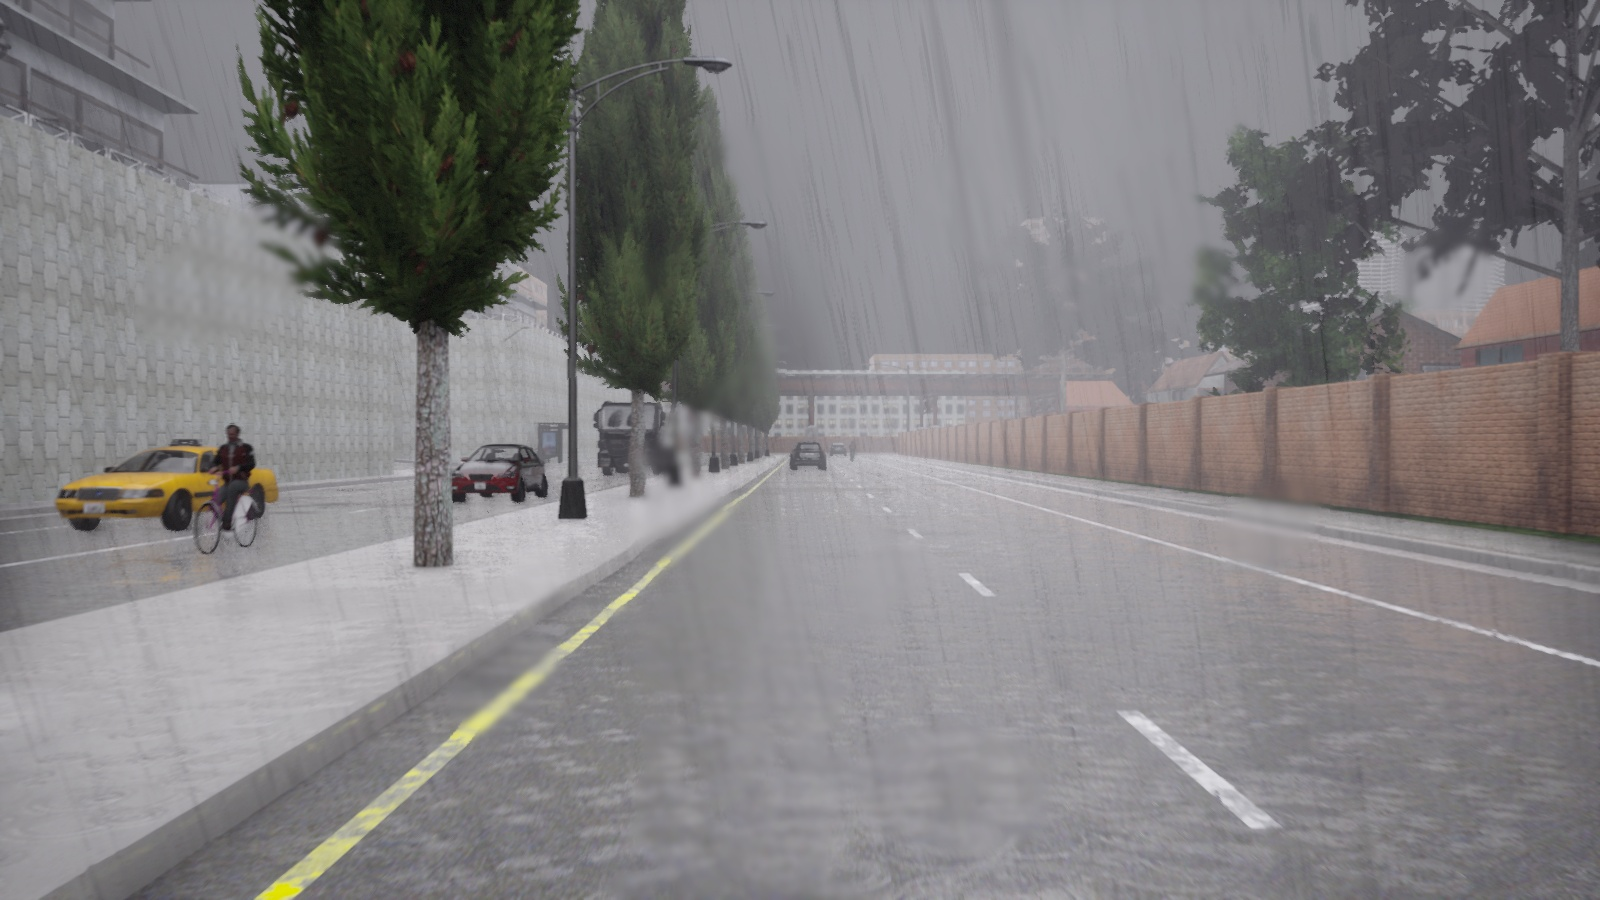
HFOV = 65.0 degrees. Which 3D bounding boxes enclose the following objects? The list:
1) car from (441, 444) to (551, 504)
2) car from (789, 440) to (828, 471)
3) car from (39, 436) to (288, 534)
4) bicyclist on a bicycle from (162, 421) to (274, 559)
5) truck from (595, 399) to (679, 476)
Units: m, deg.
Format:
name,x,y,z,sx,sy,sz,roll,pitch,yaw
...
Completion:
name,x,y,z,sx,sy,sz,roll,pitch,yaw
car,-7.799,0.570,32.587,1.816,1.474,4.193,0,0,0
car,0.437,0.279,70.612,2.033,1.649,4.856,0,0,-2
car,-11.354,0.547,22.934,1.801,1.575,5.366,0,0,0
bicyclist on a bicycle,-7.887,0.514,17.112,0.659,1.776,1.843,0,0,0
truck,-7.642,-0.581,59.885,2.891,3.462,7.936,0,0,0
